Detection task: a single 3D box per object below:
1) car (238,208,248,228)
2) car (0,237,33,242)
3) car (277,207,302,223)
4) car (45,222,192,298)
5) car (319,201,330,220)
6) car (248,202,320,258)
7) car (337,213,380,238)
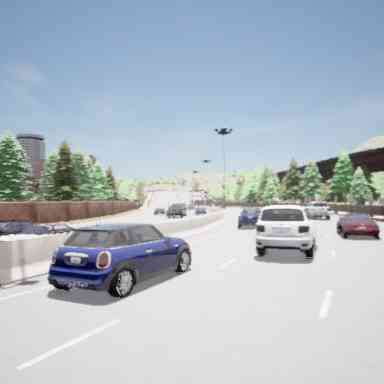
[{"bbox_3d":[5.239,2.113,28.765,2.097,1.767,4.553,-1,-2,15],"label":"car"},{"bbox_3d":[-6.974,2.171,15.469,1.895,1.301,4.718,-2,-2,24],"label":"car"},{"bbox_3d":[10.501,2.441,36.196,2.033,1.411,5.357,-1,-2,10],"label":"car"},{"bbox_3d":[-1.782,1.674,9.753,2.097,1.767,4.553,-2,-2,27],"label":"car"},{"bbox_3d":[14.448,2.127,38.777,2.150,2.045,5.566,-1,-2,8],"label":"car"},{"bbox_3d":[4.281,1.590,14.692,2.150,2.045,5.566,-1,-2,22],"label":"car"},{"bbox_3d":[10.140,2.009,20.517,1.994,1.385,4.181,-1,-2,18],"label":"car"}]
